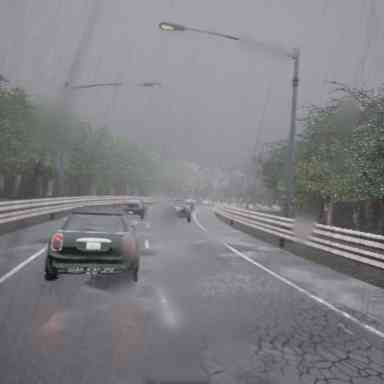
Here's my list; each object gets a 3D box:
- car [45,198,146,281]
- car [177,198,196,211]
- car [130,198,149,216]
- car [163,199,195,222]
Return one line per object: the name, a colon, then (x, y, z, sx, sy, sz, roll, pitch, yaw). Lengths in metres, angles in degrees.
car: (-2.607, 1.194, 9.491, 2.097, 1.767, 4.553, 4, 0, -11)
car: (-0.662, 1.697, 45.273, 1.882, 1.535, 5.008, 4, -1, 6)
car: (-4.657, 1.289, 27.162, 1.837, 1.490, 4.892, 3, 0, -3)
car: (-1.168, 1.354, 27.068, 2.097, 1.767, 4.553, 4, 0, -3)
